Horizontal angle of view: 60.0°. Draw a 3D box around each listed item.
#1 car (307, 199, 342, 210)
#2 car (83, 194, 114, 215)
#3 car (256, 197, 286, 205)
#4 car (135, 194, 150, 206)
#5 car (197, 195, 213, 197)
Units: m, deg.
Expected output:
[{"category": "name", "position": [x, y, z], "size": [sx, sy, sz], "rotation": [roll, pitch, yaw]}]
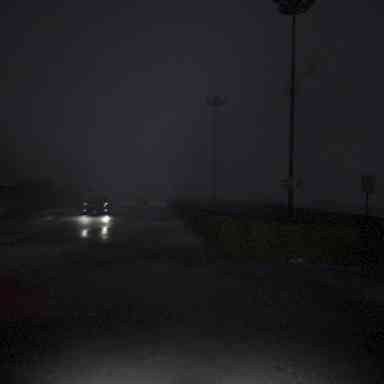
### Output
[{"category": "car", "position": [16.203, 1.555, 40.807], "size": [3.905, 1.438, 1.784], "rotation": [1, 0, -8]}, {"category": "car", "position": [-7.975, 1.001, 28.587], "size": [2.097, 1.767, 4.553], "rotation": [1, 0, -8]}, {"category": "car", "position": [9.757, 1.391, 42.252], "size": [2.128, 1.511, 4.902], "rotation": [1, 0, -27]}, {"category": "car", "position": [-6.831, 1.030, 46.154], "size": [1.882, 1.535, 5.008], "rotation": [1, 1, -8]}, {"category": "car", "position": [1.434, 1.190, 48.215], "size": [4.902, 1.511, 2.128], "rotation": [1, 0, 4]}]
